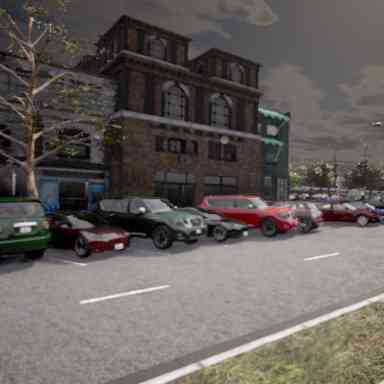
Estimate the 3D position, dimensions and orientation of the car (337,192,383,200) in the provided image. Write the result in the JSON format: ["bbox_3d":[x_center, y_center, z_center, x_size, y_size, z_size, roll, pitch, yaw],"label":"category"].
[{"bbox_3d":[15.143,1.205,26.710,5.566,2.045,2.435,-1,0,35],"label":"car"}]

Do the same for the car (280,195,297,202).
[{"bbox_3d":[23.055,1.655,79.234,2.231,1.521,4.892,1,-2,35],"label":"car"}]

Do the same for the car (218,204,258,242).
[{"bbox_3d":[0.436,1.495,16.244,4.792,1.488,2.163,-1,-1,35],"label":"car"}]

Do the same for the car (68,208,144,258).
[{"bbox_3d":[-4.463,1.495,12.758,4.792,1.488,2.163,-1,-1,35],"label":"car"}]

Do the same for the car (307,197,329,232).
[{"bbox_3d":[5.337,1.341,19.716,4.553,1.767,2.185,-1,-1,35],"label":"car"}]

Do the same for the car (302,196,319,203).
[{"bbox_3d":[26.491,1.680,74.237,2.163,1.488,4.792,1,-2,35],"label":"car"}]

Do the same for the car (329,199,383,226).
[{"bbox_3d":[10.232,1.467,23.217,5.008,1.535,2.097,-1,-1,35],"label":"car"}]

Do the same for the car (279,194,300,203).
[{"bbox_3d":[17.156,1.137,58.304,1.946,1.575,5.366,0,-1,35],"label":"car"}]

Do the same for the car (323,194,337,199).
[{"bbox_3d":[22.103,1.175,50.848,2.002,1.452,4.674,1,0,35],"label":"car"}]

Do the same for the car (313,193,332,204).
[{"bbox_3d":[28.223,1.399,71.758,2.435,2.045,5.566,1,-2,35],"label":"car"}]

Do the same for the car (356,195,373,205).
[{"bbox_3d":[33.410,1.524,64.347,2.185,1.767,4.553,1,-2,35],"label":"car"}]

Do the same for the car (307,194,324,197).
[{"bbox_3d":[20.417,1.137,53.278,2.231,1.521,4.892,0,-1,35],"label":"car"}]

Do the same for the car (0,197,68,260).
[{"bbox_3d":[-6.966,1.215,11.044,5.566,2.045,2.435,-1,-1,35],"label":"car"}]

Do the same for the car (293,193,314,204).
[{"bbox_3d":[18.720,1.011,55.693,2.185,1.767,4.553,0,-1,35],"label":"car"}]

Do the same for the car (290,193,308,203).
[{"bbox_3d":[24.818,1.403,76.780,2.435,2.045,5.566,1,-2,35],"label":"car"}]

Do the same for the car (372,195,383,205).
[{"bbox_3d":[35.088,1.520,61.813,2.185,1.767,4.553,1,-2,35],"label":"car"}]

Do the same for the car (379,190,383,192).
[{"bbox_3d":[39.338,0.401,67.702,2.128,1.511,4.902,2,3,-34],"label":"car"}]

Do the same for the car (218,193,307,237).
[{"bbox_3d":[2.887,1.215,17.991,5.566,2.045,2.435,-1,-1,35],"label":"car"}]

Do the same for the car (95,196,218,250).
[{"bbox_3d":[-2.016,1.214,14.507,5.566,2.045,2.435,-1,-1,35],"label":"car"}]
